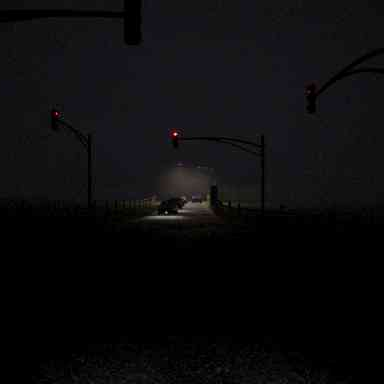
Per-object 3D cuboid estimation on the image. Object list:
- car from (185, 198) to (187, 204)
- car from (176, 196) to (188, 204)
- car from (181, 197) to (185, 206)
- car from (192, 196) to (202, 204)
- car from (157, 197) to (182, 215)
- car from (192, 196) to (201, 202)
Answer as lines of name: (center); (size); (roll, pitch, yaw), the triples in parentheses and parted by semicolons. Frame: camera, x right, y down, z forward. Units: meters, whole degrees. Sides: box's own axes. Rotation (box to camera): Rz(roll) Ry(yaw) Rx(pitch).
car: (-2.104, 1.560, 53.794); (2.033, 1.411, 5.357); (0, 0, 1)
car: (-1.903, 1.581, 63.799); (1.994, 1.385, 4.181); (0, 0, 2)
car: (-2.251, 1.514, 43.946); (1.837, 1.490, 4.892); (0, 0, 1)
car: (1.029, 1.495, 65.906); (1.882, 1.535, 5.008); (0, 0, 1)
car: (-2.402, 1.553, 34.169); (2.033, 1.411, 5.357); (0, 0, 0)
car: (1.090, 1.617, 75.940); (1.895, 1.301, 4.718); (0, 0, 1)
